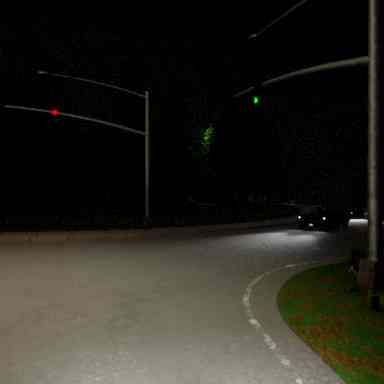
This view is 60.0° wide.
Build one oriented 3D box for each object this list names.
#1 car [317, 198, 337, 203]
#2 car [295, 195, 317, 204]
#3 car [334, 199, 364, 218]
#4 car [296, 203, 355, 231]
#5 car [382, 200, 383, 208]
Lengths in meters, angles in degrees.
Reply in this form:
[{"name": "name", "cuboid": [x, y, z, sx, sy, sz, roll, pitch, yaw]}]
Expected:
[{"name": "car", "cuboid": [16.522, 1.478, 39.048, 1.837, 1.490, 4.892, 0, 0, 8]}, {"name": "car", "cuboid": [19.488, 1.326, 56.403, 2.097, 1.767, 4.553, 0, 0, -16]}, {"name": "car", "cuboid": [13.811, 1.537, 29.127, 1.994, 1.385, 4.181, 0, 0, 22]}, {"name": "car", "cuboid": [8.311, 1.574, 20.792, 1.895, 1.301, 4.718, 0, 0, 42]}, {"name": "car", "cuboid": [18.682, 1.478, 31.686, 1.837, 1.490, 4.892, 1, 0, 17]}]
